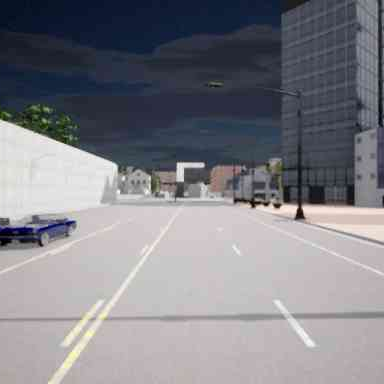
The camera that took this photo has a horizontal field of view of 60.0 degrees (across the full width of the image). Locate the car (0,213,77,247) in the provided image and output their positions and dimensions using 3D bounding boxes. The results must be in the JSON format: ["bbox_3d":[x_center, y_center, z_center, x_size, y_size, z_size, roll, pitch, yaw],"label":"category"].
[{"bbox_3d":[-7.001,1.673,15.402,1.895,1.301,4.718,0,0,0],"label":"car"}]

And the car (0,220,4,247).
[{"bbox_3d":[-7.097,1.624,8.362,1.895,1.301,4.718,0,0,0],"label":"car"}]
